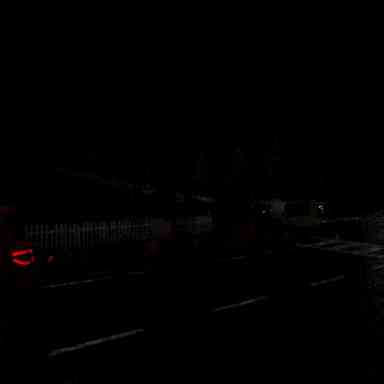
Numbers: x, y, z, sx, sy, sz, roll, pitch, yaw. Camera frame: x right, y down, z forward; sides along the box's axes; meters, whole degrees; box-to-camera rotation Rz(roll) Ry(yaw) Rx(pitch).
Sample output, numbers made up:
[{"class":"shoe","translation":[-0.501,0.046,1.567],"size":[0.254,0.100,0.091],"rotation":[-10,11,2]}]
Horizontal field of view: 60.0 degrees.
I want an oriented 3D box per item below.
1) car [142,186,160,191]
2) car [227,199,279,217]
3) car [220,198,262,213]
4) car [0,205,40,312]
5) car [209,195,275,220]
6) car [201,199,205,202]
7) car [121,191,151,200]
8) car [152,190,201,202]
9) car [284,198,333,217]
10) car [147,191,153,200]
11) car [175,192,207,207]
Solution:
[{"class":"car","translation":[-6.554,0.096,55.675],"size":[2.150,2.045,5.566],"rotation":[0,6,-36]},{"class":"car","translation":[5.988,1.542,33.208],"size":[2.128,1.511,4.902],"rotation":[0,0,-37]},{"class":"car","translation":[5.673,1.514,39.409],"size":[1.882,1.535,5.008],"rotation":[0,1,-37]},{"class":"car","translation":[-5.163,1.217,4.598],"size":[5.566,2.045,2.150],"rotation":[0,0,-35]},{"class":"car","translation":[4.269,1.268,29.683],"size":[2.150,2.045,5.566],"rotation":[0,0,-37]},{"class":"car","translation":[0.610,1.509,40.294],"size":[1.994,1.385,4.181],"rotation":[0,2,-38]},{"class":"car","translation":[-8.126,0.943,46.058],"size":[1.837,1.490,4.892],"rotation":[0,4,-37]},{"class":"car","translation":[-1.847,1.173,37.739],"size":[2.150,2.045,5.566],"rotation":[0,2,-37]},{"class":"car","translation":[11.205,1.415,32.129],"size":[2.097,1.767,4.553],"rotation":[0,0,-37]},{"class":"car","translation":[-5.292,1.053,48.107],"size":[1.895,1.301,4.718],"rotation":[0,4,-37]},{"class":"car","translation":[-0.206,1.053,47.178],"size":[2.097,1.767,4.553],"rotation":[0,3,-37]}]
